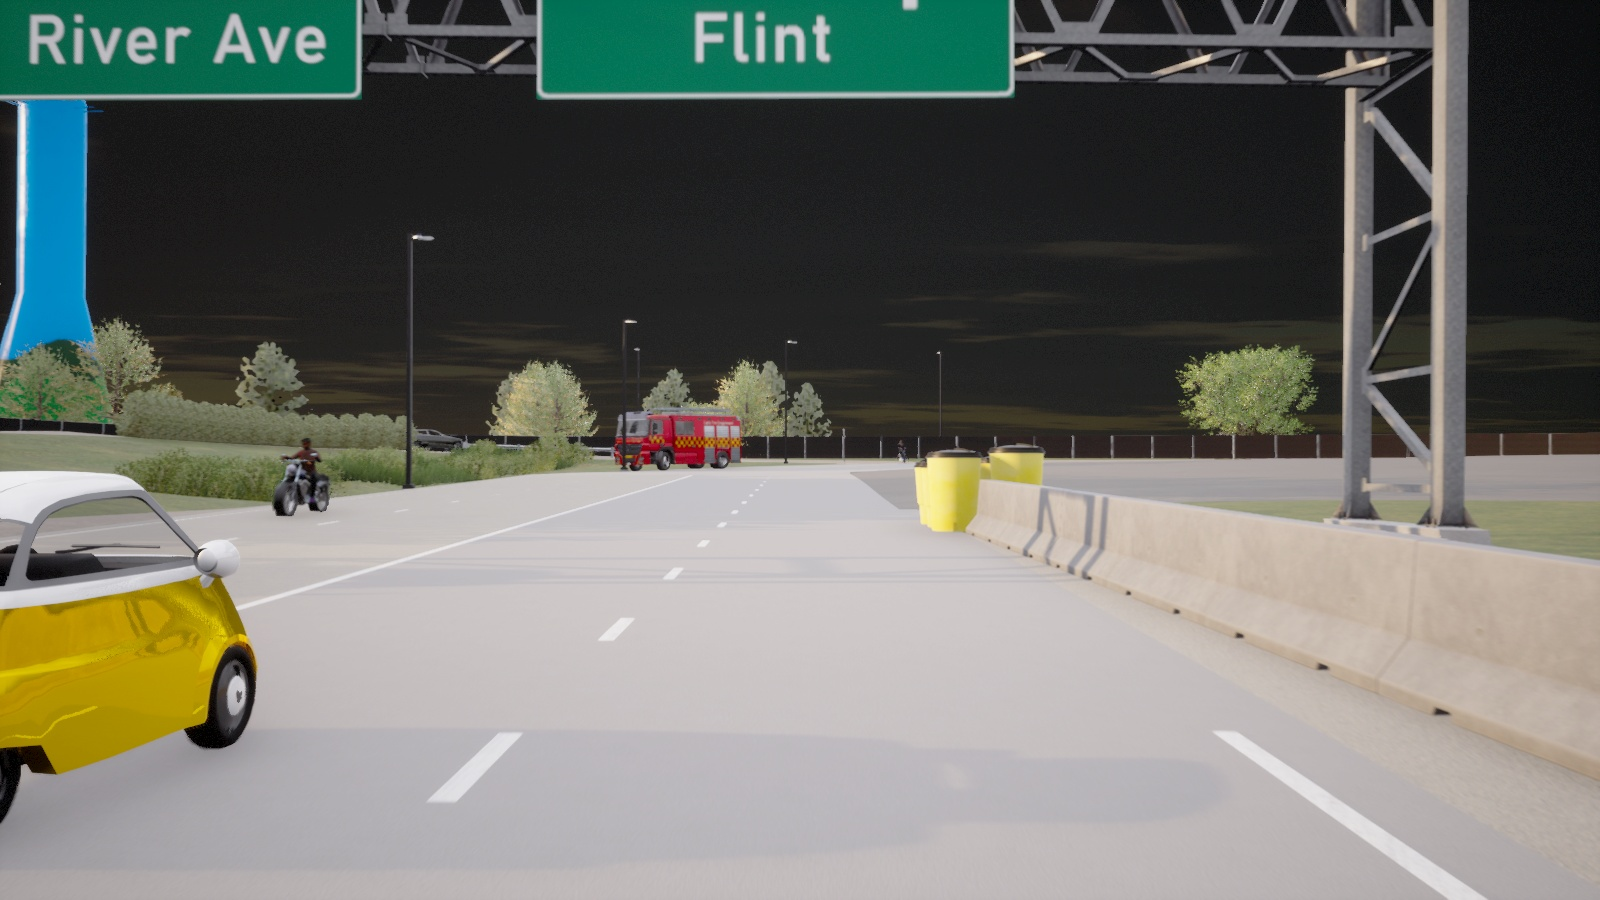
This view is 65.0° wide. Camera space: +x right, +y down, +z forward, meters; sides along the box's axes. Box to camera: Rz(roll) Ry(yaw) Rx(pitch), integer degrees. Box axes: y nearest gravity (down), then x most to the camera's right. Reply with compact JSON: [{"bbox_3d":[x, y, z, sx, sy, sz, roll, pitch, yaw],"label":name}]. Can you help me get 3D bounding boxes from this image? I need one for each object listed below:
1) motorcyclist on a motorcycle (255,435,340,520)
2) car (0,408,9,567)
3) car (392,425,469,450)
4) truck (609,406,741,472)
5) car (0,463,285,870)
[{"bbox_3d":[-10.314,0.531,25.875,0.766,1.649,2.350,0,0,1],"label":"motorcyclist on a motorcycle"},{"bbox_3d":[-10.409,0.449,13.062,1.905,1.878,3.866,0,0,0],"label":"car"},{"bbox_3d":[-27.281,-0.884,92.822,5.027,1.651,2.152,2,-2,-40],"label":"car"},{"bbox_3d":[-7.547,-0.662,76.952,2.891,3.827,8.468,0,0,40],"label":"truck"},{"bbox_3d":[-3.453,0.768,5.496,1.481,1.376,2.207,0,1,0],"label":"car"}]
